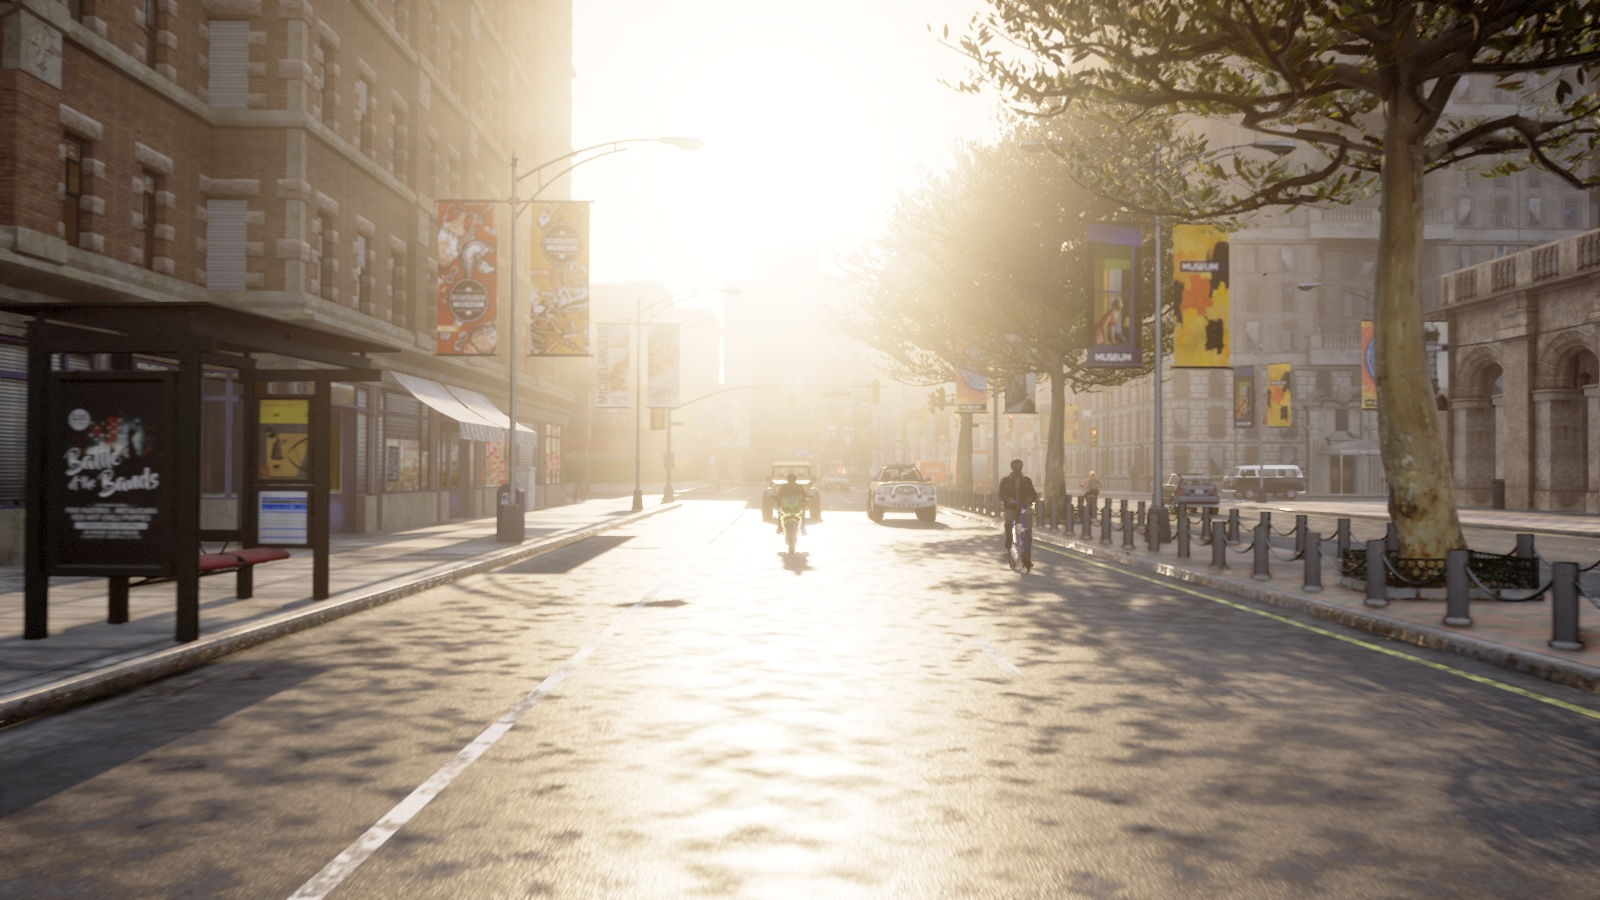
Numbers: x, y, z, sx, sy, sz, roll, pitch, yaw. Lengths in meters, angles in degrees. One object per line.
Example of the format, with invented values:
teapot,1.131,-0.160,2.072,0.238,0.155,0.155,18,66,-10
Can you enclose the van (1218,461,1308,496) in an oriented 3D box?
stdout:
van,27.103,1.671,73.674,4.480,2.038,2.069,0,-1,-3

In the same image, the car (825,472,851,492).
car,2.887,2.432,95.980,1.816,1.474,4.193,0,-1,0

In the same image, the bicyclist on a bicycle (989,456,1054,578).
bicyclist on a bicycle,3.378,0.996,19.279,0.659,1.776,1.843,0,-1,0

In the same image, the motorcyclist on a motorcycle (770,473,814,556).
motorcyclist on a motorcycle,-0.147,1.205,24.242,0.797,1.523,2.044,0,-1,0

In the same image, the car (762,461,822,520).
car,-0.275,1.320,42.073,1.905,1.878,3.866,0,-1,0

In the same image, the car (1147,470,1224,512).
car,14.673,1.542,47.969,1.789,1.549,3.705,0,-1,0

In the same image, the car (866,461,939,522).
car,3.236,1.297,40.326,1.932,1.855,4.605,0,-1,0
